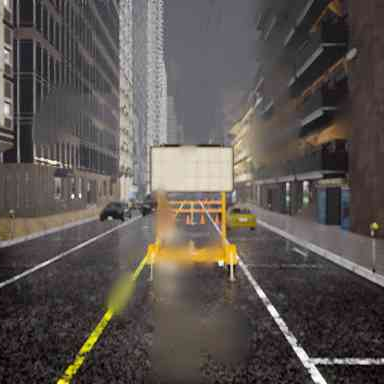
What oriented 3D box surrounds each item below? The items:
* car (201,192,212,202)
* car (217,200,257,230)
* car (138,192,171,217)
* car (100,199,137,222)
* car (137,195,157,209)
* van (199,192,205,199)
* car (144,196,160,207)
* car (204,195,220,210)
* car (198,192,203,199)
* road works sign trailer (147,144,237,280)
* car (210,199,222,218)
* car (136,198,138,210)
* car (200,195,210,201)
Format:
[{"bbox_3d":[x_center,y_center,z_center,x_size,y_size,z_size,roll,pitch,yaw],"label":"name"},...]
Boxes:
[{"bbox_3d":[2.701,1.196,47.885,1.967,1.590,4.097,0,0,0],"label":"car"},{"bbox_3d":[2.696,1.419,19.813,1.752,1.417,4.829,0,0,0],"label":"car"},{"bbox_3d":[-3.086,1.066,29.441,2.150,2.045,5.566,0,0,0],"label":"car"},{"bbox_3d":[-5.684,1.432,25.293,1.947,1.339,4.313,0,0,0],"label":"car"},{"bbox_3d":[-5.681,1.223,42.239,1.967,1.590,4.097,0,0,0],"label":"car"},{"bbox_3d":[2.710,0.896,93.073,1.690,1.788,3.998,0,0,0],"label":"van"},{"bbox_3d":[-5.680,1.282,47.717,1.752,1.417,4.829,0,0,0],"label":"car"},{"bbox_3d":[2.699,1.360,36.589,2.008,1.369,4.403,0,0,0],"label":"car"},{"bbox_3d":[2.704,1.018,59.182,2.192,1.841,5.009,0,0,0],"label":"car"},{"bbox_3d":[0.002,0.411,9.700,2.380,3.560,2.880,0,0,0],"label":"road works sign trailer"},{"bbox_3d":[2.697,1.432,25.292,1.947,1.339,4.313,0,0,0],"label":"car"},{"bbox_3d":[-5.681,1.360,36.590,2.008,1.369,4.403,0,0,0],"label":"car"},{"bbox_3d":[2.706,1.232,70.480,1.802,1.307,4.206,0,0,0],"label":"car"}]
